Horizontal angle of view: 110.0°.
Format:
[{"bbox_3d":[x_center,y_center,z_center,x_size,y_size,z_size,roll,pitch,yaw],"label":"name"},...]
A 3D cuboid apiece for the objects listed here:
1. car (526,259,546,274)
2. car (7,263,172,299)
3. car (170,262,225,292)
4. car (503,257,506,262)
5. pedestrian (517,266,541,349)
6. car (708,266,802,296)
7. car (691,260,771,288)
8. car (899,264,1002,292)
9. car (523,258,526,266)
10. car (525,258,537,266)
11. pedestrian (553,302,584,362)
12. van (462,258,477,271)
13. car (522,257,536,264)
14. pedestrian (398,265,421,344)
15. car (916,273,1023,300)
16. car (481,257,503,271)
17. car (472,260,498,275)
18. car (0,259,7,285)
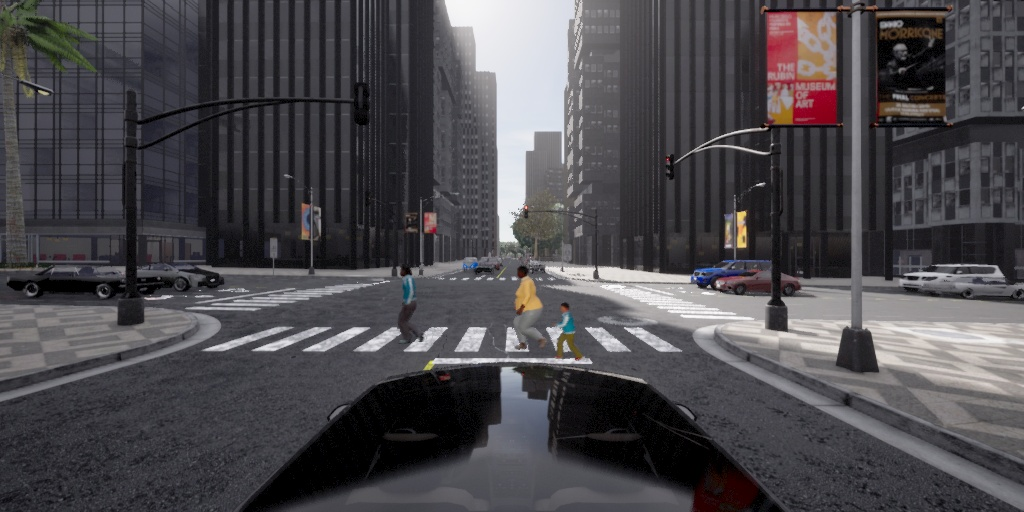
[{"bbox_3d":[2.993,1.307,41.784,2.007,1.370,4.403,0,0,1],"label":"car"},{"bbox_3d":[-17.759,1.053,15.148,4.718,1.301,1.895,1,0,0],"label":"car"},{"bbox_3d":[-17.345,1.030,18.398,4.181,1.385,1.994,1,0,0],"label":"car"},{"bbox_3d":[-2.587,1.270,65.286,1.837,1.490,4.892,0,0,1],"label":"car"},{"bbox_3d":[0.349,1.044,7.474,0.375,1.860,0.375,0,0,0],"label":"pedestrian"},{"bbox_3d":[14.846,1.579,21.713,4.674,1.442,1.812,1,0,0],"label":"car"},{"bbox_3d":[15.533,1.293,24.954,5.566,2.045,2.150,1,0,0],"label":"car"},{"bbox_3d":[30.498,1.576,24.895,5.566,2.045,2.150,1,0,0],"label":"car"},{"bbox_3d":[3.104,1.311,52.809,2.007,1.370,4.403,0,0,1],"label":"car"},{"bbox_3d":[3.050,1.284,47.467,1.751,1.417,4.829,0,0,1],"label":"car"},{"bbox_3d":[1.069,1.424,6.755,0.500,1.100,0.500,0,0,0],"label":"pedestrian"},{"bbox_3d":[-5.476,1.099,47.380,1.690,1.789,3.998,0,0,1],"label":"van"},{"bbox_3d":[3.160,1.077,58.322,2.192,1.841,5.009,0,0,1],"label":"car"},{"bbox_3d":[-2.349,1.044,8.082,0.375,1.860,0.375,0,0,0],"label":"pedestrian"},{"bbox_3d":[27.991,1.900,21.655,4.718,1.301,1.895,1,0,0],"label":"car"},{"bbox_3d":[-2.776,1.111,49.949,2.097,1.767,4.553,0,0,1],"label":"car"},{"bbox_3d":[-2.890,1.357,39.000,1.895,1.301,4.718,0,0,1],"label":"car"},{"bbox_3d":[-29.514,0.815,18.451,4.181,1.385,1.994,1,0,0],"label":"car"}]
